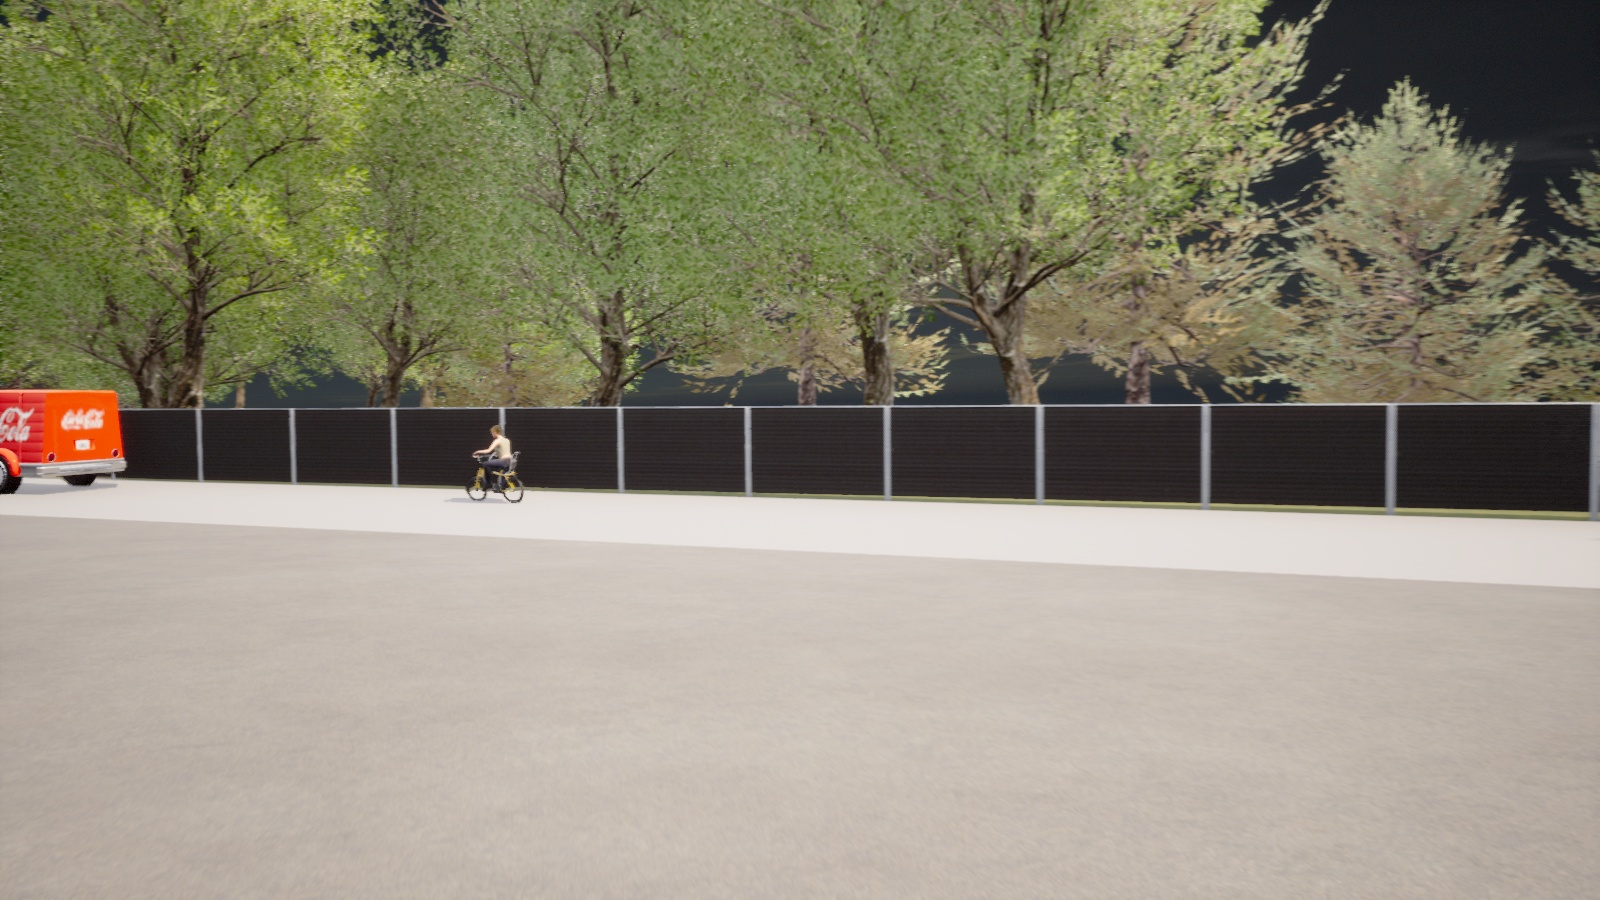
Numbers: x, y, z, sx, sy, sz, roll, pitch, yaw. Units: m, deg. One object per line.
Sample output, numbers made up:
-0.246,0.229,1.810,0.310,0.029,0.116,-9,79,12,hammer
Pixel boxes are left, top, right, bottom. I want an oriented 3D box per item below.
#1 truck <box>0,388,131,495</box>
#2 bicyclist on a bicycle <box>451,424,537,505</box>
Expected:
-19.708,-0.285,31.080,5.204,2.467,2.627,1,3,18,truck
-6.381,0.287,26.177,1.509,1.612,0.866,1,3,26,bicyclist on a bicycle
